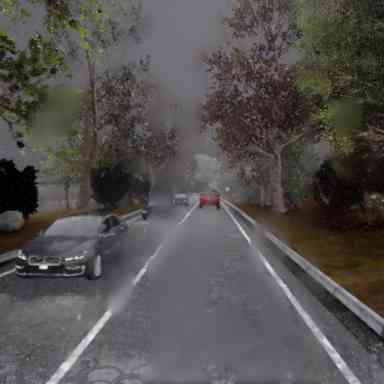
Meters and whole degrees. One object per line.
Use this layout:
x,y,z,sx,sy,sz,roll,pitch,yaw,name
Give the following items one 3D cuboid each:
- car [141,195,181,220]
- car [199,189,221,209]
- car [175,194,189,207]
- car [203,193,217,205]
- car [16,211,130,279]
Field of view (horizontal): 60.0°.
-2.316,1.193,24.420,2.033,1.411,5.357,0,1,4,car
1.907,0.732,35.922,2.150,2.045,5.566,0,1,3,car
-1.367,0.961,40.241,1.837,1.490,4.892,0,0,3,car
2.566,0.942,47.769,1.837,1.490,4.892,0,1,3,car
-3.133,1.382,9.744,1.837,1.490,4.892,0,1,3,car
